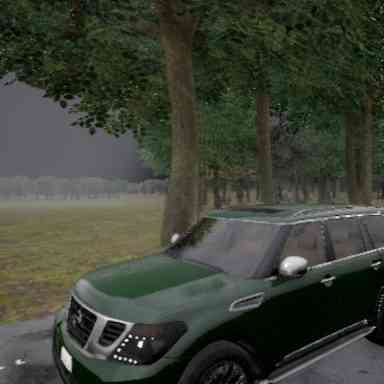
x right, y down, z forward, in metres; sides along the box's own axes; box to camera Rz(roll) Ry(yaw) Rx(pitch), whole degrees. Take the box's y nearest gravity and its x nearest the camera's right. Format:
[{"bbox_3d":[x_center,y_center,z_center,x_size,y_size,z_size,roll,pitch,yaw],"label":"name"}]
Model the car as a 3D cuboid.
[{"bbox_3d":[1.064,1.218,4.753,5.566,2.045,2.150,0,0,-36],"label":"car"}]
